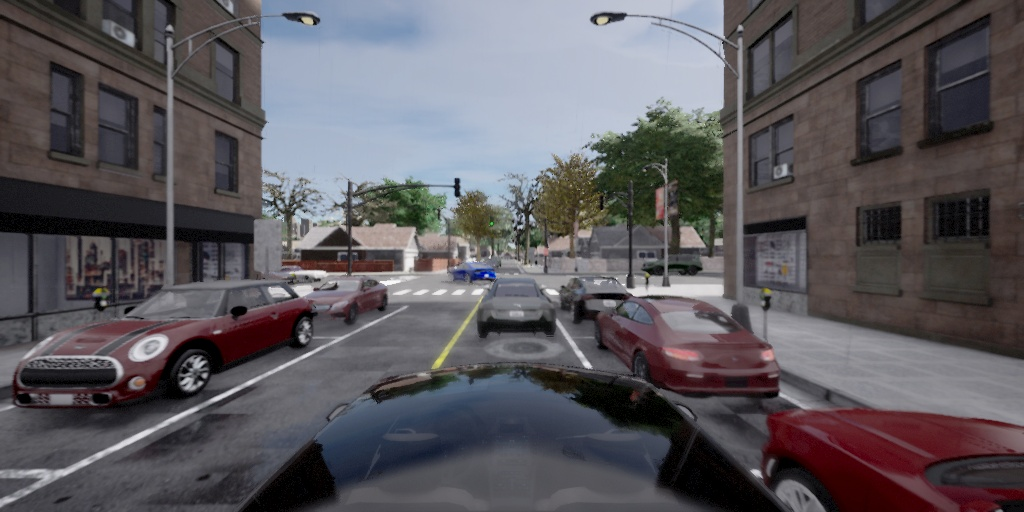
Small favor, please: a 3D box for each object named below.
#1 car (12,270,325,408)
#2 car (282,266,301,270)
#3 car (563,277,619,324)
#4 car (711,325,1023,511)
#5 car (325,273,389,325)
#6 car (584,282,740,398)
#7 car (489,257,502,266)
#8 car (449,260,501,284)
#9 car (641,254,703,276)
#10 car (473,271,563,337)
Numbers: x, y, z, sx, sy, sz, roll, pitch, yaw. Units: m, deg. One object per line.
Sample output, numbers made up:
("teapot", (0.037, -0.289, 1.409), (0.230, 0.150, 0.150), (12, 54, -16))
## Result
("car", (-5.388, 1.189, 6.282), (1.967, 1.591, 4.097), (0, 0, 0))
("car", (-17.805, 1.392, 24.841), (5.357, 1.411, 2.033), (0, 0, 0))
("car", (2.638, 1.313, 11.801), (1.948, 1.339, 4.313), (0, 0, 0))
("car", (2.636, 1.295, 0.765), (1.888, 1.381, 4.507), (0, 0, 0))
("car", (-5.387, 1.329, 11.801), (1.802, 1.307, 4.207), (0, 0, 0))
("car", (2.637, 1.331, 6.283), (1.802, 1.307, 4.207), (0, 0, 0))
("car", (-3.036, 1.330, 56.421), (1.994, 1.385, 4.181), (0, 0, 0))
("car", (-3.108, 1.230, 27.028), (1.882, 1.535, 5.008), (0, 0, -32))
("car", (15.485, 0.861, 34.774), (5.566, 2.045, 2.150), (0, 0, 0))
("car", (0.103, 1.312, 10.339), (1.994, 1.385, 4.181), (0, 0, 0))
